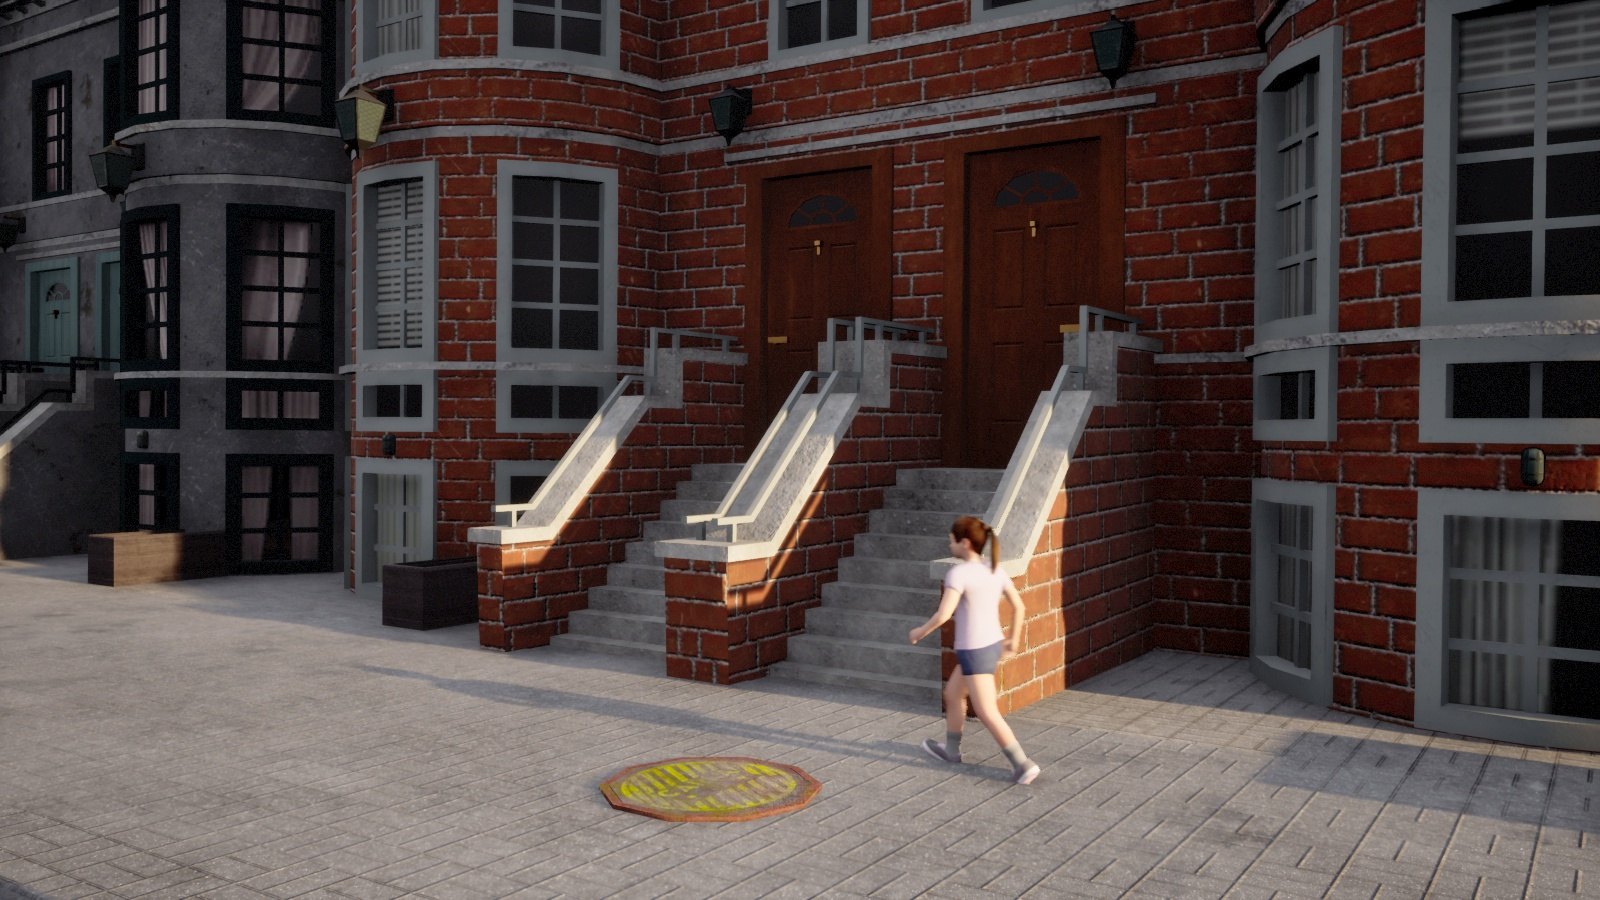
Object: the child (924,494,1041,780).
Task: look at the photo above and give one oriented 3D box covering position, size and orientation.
[{"bbox_3d":[0.750,0.744,5.157,0.394,1.110,0.255,0,1,37],"label":"child"}]
